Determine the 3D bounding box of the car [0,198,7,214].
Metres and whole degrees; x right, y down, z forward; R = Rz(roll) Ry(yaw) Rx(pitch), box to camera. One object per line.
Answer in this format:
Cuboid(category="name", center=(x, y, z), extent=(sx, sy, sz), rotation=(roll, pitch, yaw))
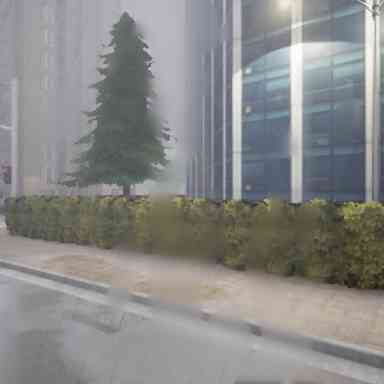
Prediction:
Cuboid(category="car", center=(-18.870, 1.352, 32.071), extent=(2.097, 1.767, 4.553), rotation=(0, 0, 36))
